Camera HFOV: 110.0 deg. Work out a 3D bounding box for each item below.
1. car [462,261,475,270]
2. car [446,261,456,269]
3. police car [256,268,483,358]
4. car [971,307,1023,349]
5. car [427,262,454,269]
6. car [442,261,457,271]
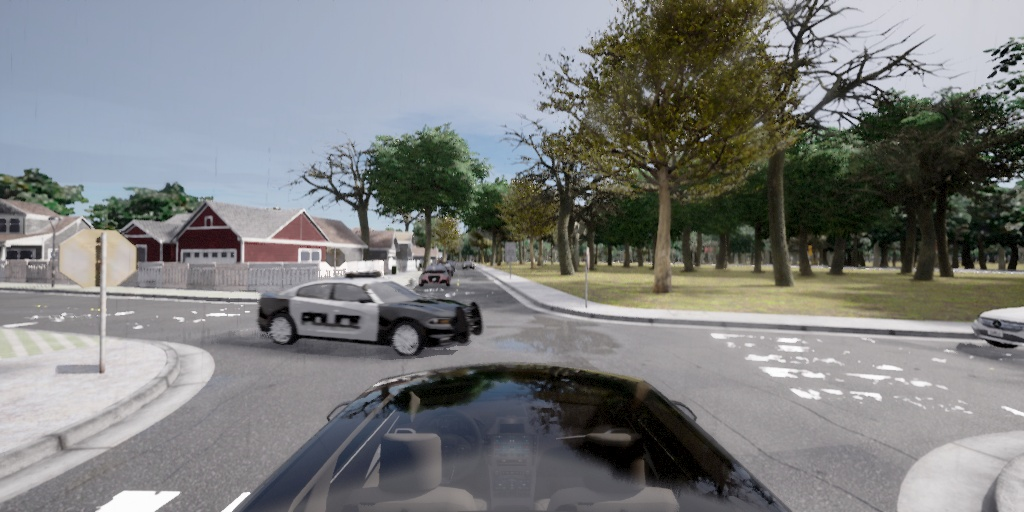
[{"bbox_3d":[-6.852,1.533,56.251,1.895,1.301,4.718,0,0,-8],"label":"car"},{"bbox_3d":[-6.854,1.322,36.198,1.812,1.442,4.674,0,0,-8],"label":"car"},{"bbox_3d":[-3.283,1.177,8.303,5.238,1.638,1.930,1,0,15],"label":"police car"},{"bbox_3d":[12.560,1.386,7.059,4.674,1.442,1.812,0,-1,15],"label":"car"},{"bbox_3d":[-5.266,1.326,24.970,1.994,1.385,4.181,0,0,-8],"label":"car"},{"bbox_3d":[-9.253,1.454,53.175,2.033,1.411,5.357,0,0,-8],"label":"car"}]
